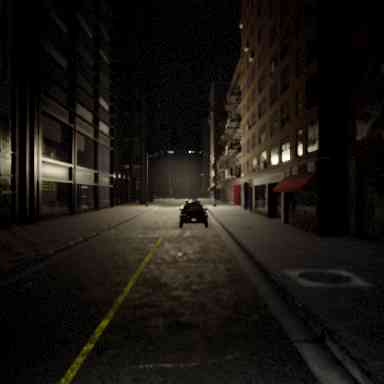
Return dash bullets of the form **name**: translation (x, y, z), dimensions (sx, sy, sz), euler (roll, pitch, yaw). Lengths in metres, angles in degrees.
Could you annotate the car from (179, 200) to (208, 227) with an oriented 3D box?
- **car**: translation (0.107, 1.526, 22.707), dimensions (1.812, 1.442, 4.674), euler (0, 0, 0)
